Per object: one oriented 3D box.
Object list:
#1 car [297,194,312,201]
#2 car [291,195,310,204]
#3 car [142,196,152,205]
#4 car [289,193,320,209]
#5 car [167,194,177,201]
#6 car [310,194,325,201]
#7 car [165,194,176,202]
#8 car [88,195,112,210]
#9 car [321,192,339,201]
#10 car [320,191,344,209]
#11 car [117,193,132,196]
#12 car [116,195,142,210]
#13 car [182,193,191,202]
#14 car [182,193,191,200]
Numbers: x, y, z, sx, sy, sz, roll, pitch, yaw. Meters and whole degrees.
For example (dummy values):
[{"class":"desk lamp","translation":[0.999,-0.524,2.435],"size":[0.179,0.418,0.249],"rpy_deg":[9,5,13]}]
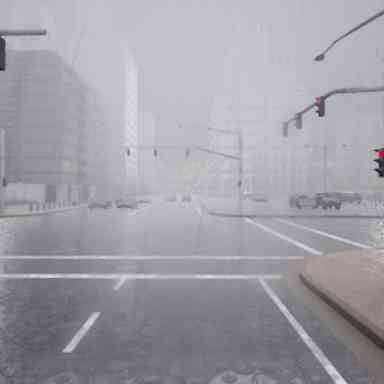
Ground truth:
[{"class":"car","translation":[24.372,1.256,72.336],"size":[1.970,1.475,3.806],"rpy_deg":[0,0,0]},{"class":"car","translation":[18.658,1.285,57.214],"size":[1.970,1.475,3.806],"rpy_deg":[0,0,0]},{"class":"car","translation":[-8.104,1.414,57.907],"size":[1.812,1.442,4.674],"rpy_deg":[0,0,0]},{"class":"car","translation":[13.119,1.077,39.781],"size":[1.932,1.855,4.605],"rpy_deg":[0,0,0]},{"class":"car","translation":[-4.703,1.200,78.420],"size":[2.128,1.511,4.902],"rpy_deg":[0,0,0]},{"class":"car","translation":[27.267,1.224,72.345],"size":[1.784,1.438,3.905],"rpy_deg":[0,0,0]},{"class":"car","translation":[-4.641,1.415,69.583],"size":[1.994,1.385,4.181],"rpy_deg":[0,0,0]},{"class":"car","translation":[-11.531,1.271,41.952],"size":[2.097,1.767,4.553],"rpy_deg":[0,0,0]},{"class":"car","translation":[29.950,1.013,72.405],"size":[1.932,1.855,4.605],"rpy_deg":[0,0,0]},{"class":"car","translation":[16.014,1.079,39.737],"size":[1.905,1.878,3.866],"rpy_deg":[0,0,0]},{"class":"car","translation":[-11.602,1.110,57.757],"size":[2.150,2.045,5.566],"rpy_deg":[0,0,0]},{"class":"car","translation":[-8.032,1.467,41.801],"size":[2.033,1.411,5.357],"rpy_deg":[0,0,0]},{"class":"car","translation":[-1.141,1.459,69.687],"size":[1.895,1.301,4.718],"rpy_deg":[0,0,0]},{"class":"car","translation":[-1.203,1.030,78.415],"size":[2.097,1.767,4.553],"rpy_deg":[0,0,0]}]
